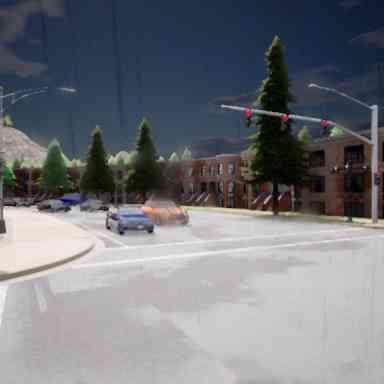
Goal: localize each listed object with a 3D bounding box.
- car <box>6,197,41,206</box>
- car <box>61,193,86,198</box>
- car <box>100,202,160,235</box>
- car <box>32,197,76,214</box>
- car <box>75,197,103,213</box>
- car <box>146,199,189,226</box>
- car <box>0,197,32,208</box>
[{"bbox_3d":[-28.415,1.540,56.159,5.357,1.411,2.033,0,0,15],"label":"car"},{"bbox_3d":[-18.855,1.206,51.987,5.566,2.045,2.150,0,0,29],"label":"car"},{"bbox_3d":[-3.661,1.517,18.917,1.812,1.442,4.674,0,0,-27],"label":"car"},{"bbox_3d":[-15.111,1.539,36.256,5.357,1.411,2.033,0,0,44],"label":"car"},{"bbox_3d":[-10.637,1.550,36.397,1.994,1.385,4.181,0,0,-42],"label":"car"},{"bbox_3d":[-1.998,1.339,23.135,2.097,1.767,4.553,0,0,-29],"label":"car"},{"bbox_3d":[-25.269,1.527,47.534,4.902,1.511,2.128,0,0,24],"label":"car"}]
